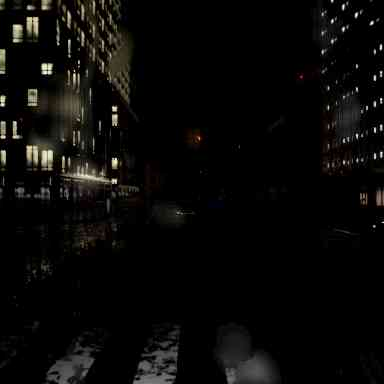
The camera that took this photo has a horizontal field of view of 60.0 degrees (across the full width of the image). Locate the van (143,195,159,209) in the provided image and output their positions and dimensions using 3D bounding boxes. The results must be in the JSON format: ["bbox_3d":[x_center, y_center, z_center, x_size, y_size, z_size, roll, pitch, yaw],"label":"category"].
[{"bbox_3d":[-5.727,1.340,46.951,1.690,1.788,3.998,0,0,0],"label":"van"}]

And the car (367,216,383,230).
[{"bbox_3d":[13.589,1.680,19.999,5.357,1.411,2.033,0,0,-1],"label":"car"}]

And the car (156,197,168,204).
[{"bbox_3d":[-5.652,1.564,63.568,1.947,1.339,4.313,0,0,0],"label":"car"}]

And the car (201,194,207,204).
[{"bbox_3d":[2.730,1.313,63.530,2.192,1.841,5.009,0,0,0],"label":"car"}]

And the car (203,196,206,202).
[{"bbox_3d":[2.650,1.544,41.376,1.887,1.381,4.507,0,0,0],"label":"car"}]

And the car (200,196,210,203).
[{"bbox_3d":[2.754,1.542,69.069,1.887,1.381,4.507,0,0,0],"label":"car"}]

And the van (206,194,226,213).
[{"bbox_3d":[2.715,1.341,35.837,1.690,1.788,3.998,0,0,0],"label":"van"}]

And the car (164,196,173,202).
[{"bbox_3d":[-5.574,1.578,80.186,1.802,1.307,4.206,0,0,0],"label":"car"}]

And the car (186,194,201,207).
[{"bbox_3d":[0.068,1.477,50.158,1.882,1.535,5.008,0,0,0],"label":"car"}]

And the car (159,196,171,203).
[{"bbox_3d":[-5.626,1.548,69.107,2.008,1.369,4.403,0,0,0],"label":"car"}]

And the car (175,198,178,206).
[{"bbox_3d":[-3.155,1.525,43.306,1.812,1.442,4.674,0,0,0],"label":"car"}]

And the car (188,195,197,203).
[{"bbox_3d":[0.098,1.498,73.110,1.837,1.490,4.892,0,0,0],"label":"car"}]

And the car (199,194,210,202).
[{"bbox_3d":[2.781,1.312,74.609,2.192,1.841,5.009,0,0,0],"label":"car"}]

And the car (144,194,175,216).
[{"bbox_3d":[-3.200,1.222,33.527,2.150,2.045,5.566,0,0,0],"label":"car"}]

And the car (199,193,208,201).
[{"bbox_3d":[2.833,1.309,85.687,2.192,1.841,5.009,0,0,0],"label":"car"}]
